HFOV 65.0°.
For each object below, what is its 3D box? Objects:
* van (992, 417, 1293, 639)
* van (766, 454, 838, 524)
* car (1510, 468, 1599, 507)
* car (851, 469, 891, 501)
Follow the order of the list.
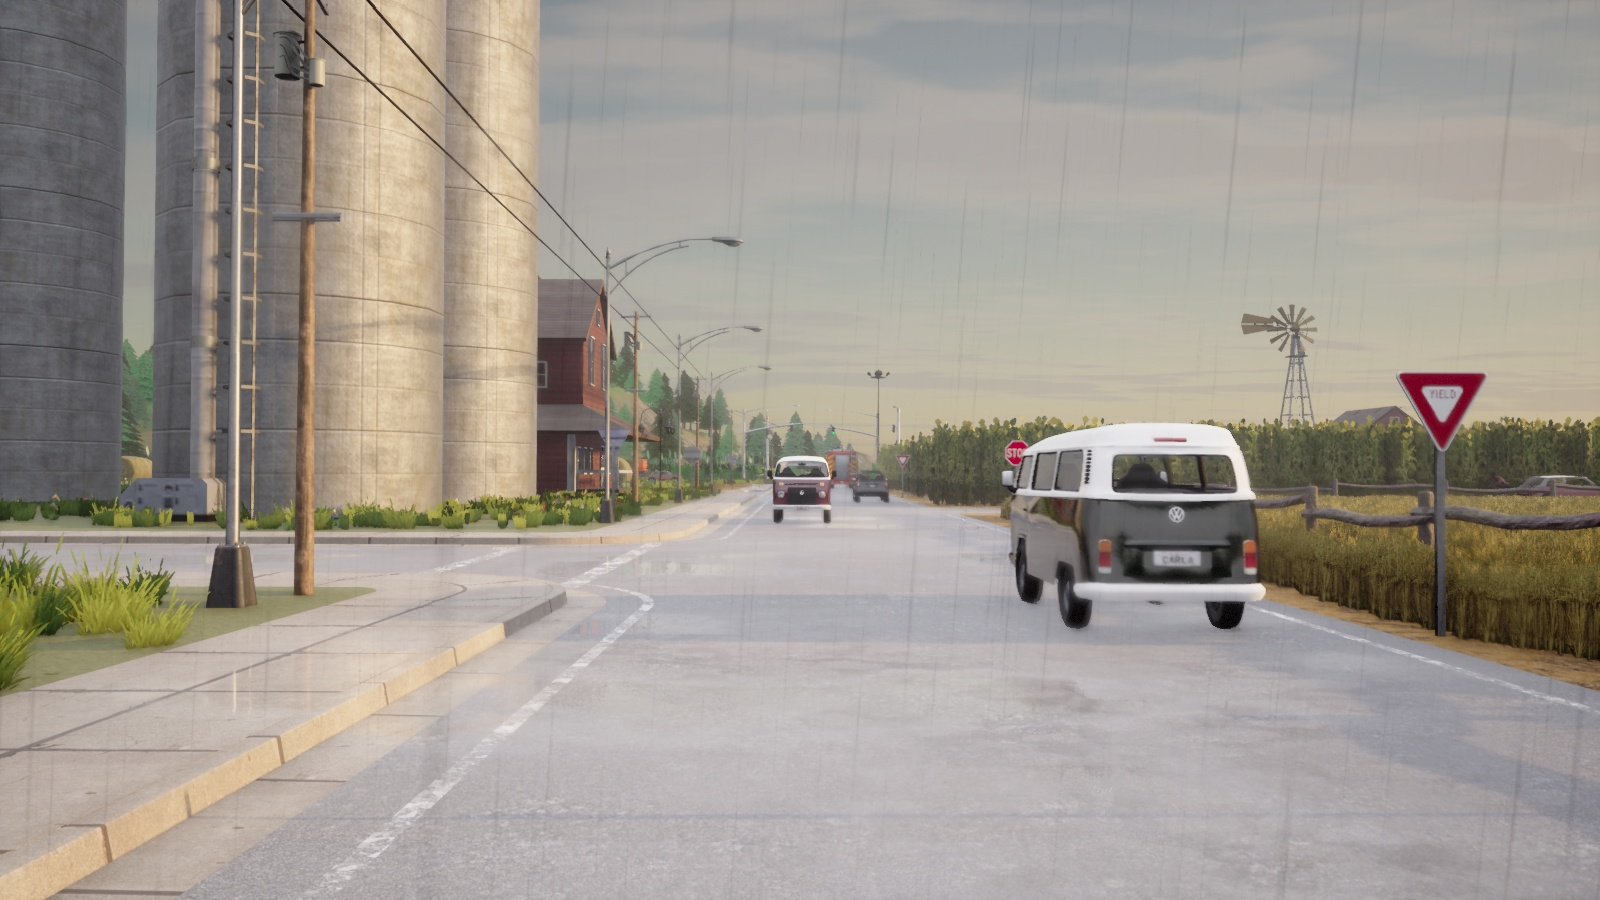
[{"bbox_3d":[3.498,0.755,13.819,2.069,2.038,4.480,0,-1,0],"label":"van"},{"bbox_3d":[0.092,1.189,38.742,2.069,2.038,4.480,0,-1,1],"label":"van"},{"bbox_3d":[30.164,1.455,48.982,3.806,1.475,1.970,0,-1,0],"label":"car"},{"bbox_3d":[3.628,1.781,64.592,1.851,1.617,3.988,0,-1,0],"label":"car"}]
